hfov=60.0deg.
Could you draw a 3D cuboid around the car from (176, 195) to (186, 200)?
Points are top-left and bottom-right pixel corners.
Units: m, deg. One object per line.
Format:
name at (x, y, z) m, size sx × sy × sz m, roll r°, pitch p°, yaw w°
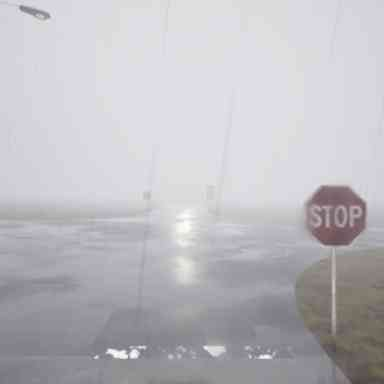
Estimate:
car at (-2.461, 1.351, 74.363) m, size 1.837 × 1.490 × 4.892 m, roll 0°, pitch 0°, yaw 0°
